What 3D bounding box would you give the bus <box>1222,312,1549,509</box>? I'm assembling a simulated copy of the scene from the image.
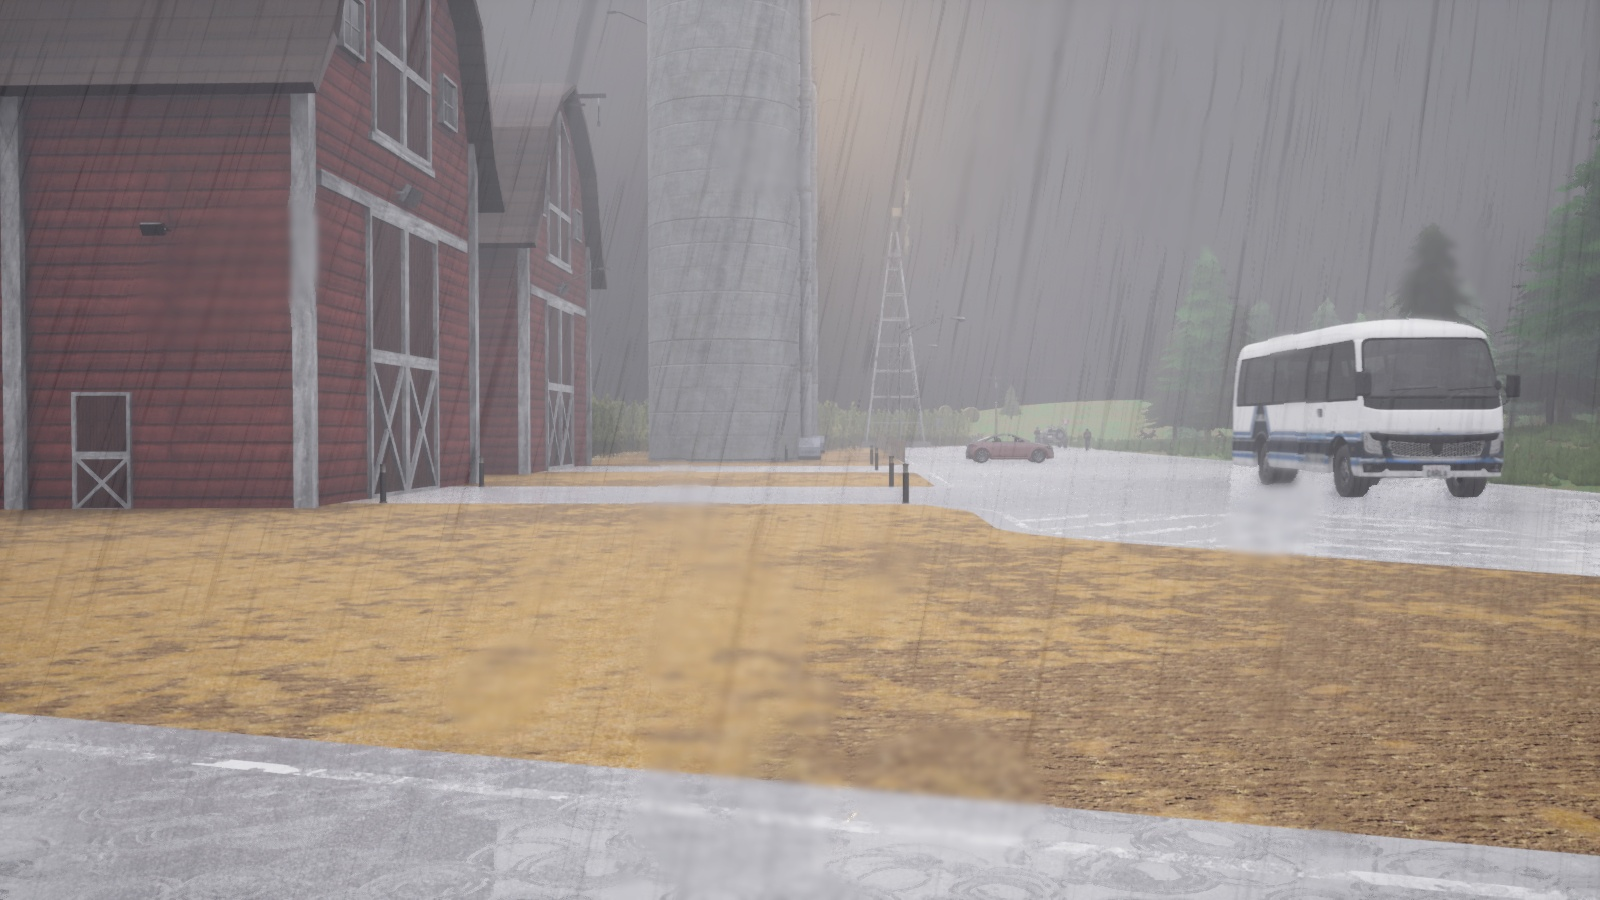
[{"bbox_3d":[14.417,-0.944,32.380,3.944,4.253,10.273,0,1,2],"label":"bus"}]
